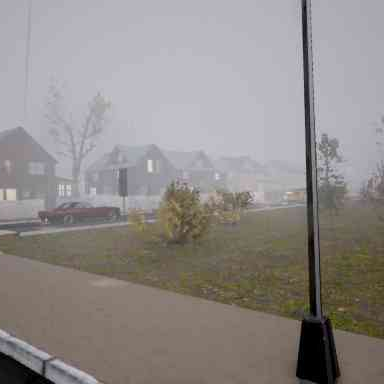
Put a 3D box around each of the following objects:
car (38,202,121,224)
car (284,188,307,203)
[{"bbox_3d":[-6.740,1.252,20.469,1.895,1.301,4.718,-2,-1,43],"label":"car"},{"bbox_3d":[13.949,0.593,42.280,1.882,1.535,5.008,-2,-1,44],"label":"car"}]
